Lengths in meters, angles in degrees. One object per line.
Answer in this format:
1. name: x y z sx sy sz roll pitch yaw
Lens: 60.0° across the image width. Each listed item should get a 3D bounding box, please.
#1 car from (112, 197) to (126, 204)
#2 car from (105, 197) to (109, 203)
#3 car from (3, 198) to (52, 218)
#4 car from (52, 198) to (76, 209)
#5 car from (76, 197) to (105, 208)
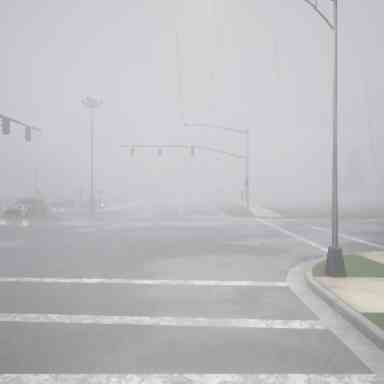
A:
1. car: -14.113 1.565 64.762 1.994 1.385 4.181 0 0 1
2. car: -17.613 1.666 64.785 1.895 1.301 4.718 0 0 1
3. car: -14.743 1.351 29.634 2.097 1.767 4.553 0 0 1
4. car: -17.978 1.547 46.985 2.033 1.411 5.357 0 0 1
5. car: -14.464 1.504 47.725 1.837 1.490 4.892 0 0 1
